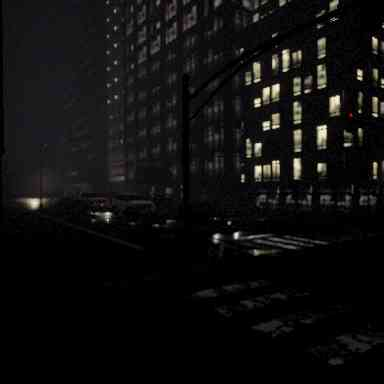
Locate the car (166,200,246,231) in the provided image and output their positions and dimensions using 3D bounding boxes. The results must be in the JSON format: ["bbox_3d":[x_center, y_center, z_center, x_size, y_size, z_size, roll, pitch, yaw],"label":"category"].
[{"bbox_3d":[0.713,1.470,20.768,2.128,1.511,4.902,-1,1,-35],"label":"car"}]

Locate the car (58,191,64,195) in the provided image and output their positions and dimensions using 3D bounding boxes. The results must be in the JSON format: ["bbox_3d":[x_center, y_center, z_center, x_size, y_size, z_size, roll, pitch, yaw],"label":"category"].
[{"bbox_3d":[-26.398,0.868,70.446,1.967,1.590,4.097,0,1,-34],"label":"car"}]

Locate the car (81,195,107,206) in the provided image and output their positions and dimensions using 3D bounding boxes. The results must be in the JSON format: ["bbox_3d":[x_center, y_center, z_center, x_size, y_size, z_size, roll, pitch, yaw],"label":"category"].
[{"bbox_3d":[-14.172,1.228,47.985,2.033,1.411,5.357,-1,1,-34],"label":"car"}]

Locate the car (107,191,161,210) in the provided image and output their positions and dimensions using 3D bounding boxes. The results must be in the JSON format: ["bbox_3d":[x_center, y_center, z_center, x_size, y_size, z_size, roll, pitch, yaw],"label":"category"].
[{"bbox_3d":[-5.236,1.110,29.422,2.150,2.045,5.566,-1,1,-35],"label":"car"}]

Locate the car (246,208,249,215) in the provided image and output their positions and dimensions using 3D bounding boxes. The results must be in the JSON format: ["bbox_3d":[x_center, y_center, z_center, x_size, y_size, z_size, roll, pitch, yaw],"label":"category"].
[{"bbox_3d":[2.708,1.406,28.036,1.752,1.417,4.829,0,1,-35],"label":"car"}]

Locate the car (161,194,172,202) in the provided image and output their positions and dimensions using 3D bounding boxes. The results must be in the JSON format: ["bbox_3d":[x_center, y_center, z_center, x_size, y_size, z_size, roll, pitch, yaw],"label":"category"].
[{"bbox_3d":[-4.029,1.093,37.903,2.192,1.841,5.009,0,1,-34],"label":"car"}]

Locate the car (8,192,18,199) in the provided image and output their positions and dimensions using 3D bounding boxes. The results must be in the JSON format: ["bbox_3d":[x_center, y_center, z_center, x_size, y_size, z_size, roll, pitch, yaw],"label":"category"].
[{"bbox_3d":[-42.874,0.796,79.623,1.967,1.590,4.097,0,1,-34],"label":"car"}]

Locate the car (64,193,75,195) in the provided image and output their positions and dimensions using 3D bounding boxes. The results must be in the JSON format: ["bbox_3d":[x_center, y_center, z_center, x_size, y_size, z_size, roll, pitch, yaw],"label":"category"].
[{"bbox_3d":[-19.680,1.196,55.912,1.895,1.301,4.718,-1,1,-34],"label":"car"}]

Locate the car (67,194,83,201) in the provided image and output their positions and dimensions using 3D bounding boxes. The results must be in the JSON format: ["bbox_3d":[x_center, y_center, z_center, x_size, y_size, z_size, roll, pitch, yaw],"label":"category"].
[{"bbox_3d":[-23.203,1.023,65.798,1.887,1.381,4.507,0,1,-34],"label":"car"}]

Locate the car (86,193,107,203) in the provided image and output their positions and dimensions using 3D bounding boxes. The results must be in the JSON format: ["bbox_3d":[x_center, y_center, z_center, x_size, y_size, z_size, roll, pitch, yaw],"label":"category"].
[{"bbox_3d":[-16.300,1.055,56.535,1.882,1.535,5.008,-1,1,-34],"label":"car"}]

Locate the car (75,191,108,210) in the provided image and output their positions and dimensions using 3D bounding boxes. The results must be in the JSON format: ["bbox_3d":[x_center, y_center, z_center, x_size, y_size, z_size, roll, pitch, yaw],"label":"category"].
[{"bbox_3d":[-11.296,1.017,38.259,2.150,2.045,5.566,-1,1,-35],"label":"car"}]

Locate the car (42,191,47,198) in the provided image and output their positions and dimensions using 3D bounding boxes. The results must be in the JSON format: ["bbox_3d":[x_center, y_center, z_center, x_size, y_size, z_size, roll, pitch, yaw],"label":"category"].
[{"bbox_3d":[-35.985,0.825,84.393,2.008,1.369,4.403,0,1,-35],"label":"car"}]

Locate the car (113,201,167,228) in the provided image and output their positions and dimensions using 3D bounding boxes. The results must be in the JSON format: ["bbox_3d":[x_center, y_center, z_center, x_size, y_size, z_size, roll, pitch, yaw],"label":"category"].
[{"bbox_3d":[-3.296,1.525,22.093,2.008,1.369,4.403,0,1,-34],"label":"car"}]

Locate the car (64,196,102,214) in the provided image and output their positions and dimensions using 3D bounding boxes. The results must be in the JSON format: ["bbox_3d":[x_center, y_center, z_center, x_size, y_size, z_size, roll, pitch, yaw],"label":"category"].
[{"bbox_3d":[-10.911,1.425,33.124,1.947,1.339,4.313,0,1,-34],"label":"car"}]

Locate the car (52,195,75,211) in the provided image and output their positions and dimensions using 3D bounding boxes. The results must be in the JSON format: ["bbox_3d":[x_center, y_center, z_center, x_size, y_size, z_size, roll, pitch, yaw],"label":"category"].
[{"bbox_3d":[-14.108,1.361,37.773,2.008,1.369,4.403,0,1,-34],"label":"car"}]

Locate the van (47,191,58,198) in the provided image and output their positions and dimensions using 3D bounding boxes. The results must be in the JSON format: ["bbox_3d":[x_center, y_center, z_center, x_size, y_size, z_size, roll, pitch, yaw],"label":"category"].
[{"bbox_3d":[-32.788,0.667,79.742,1.690,1.788,3.998,0,1,-35],"label":"van"}]

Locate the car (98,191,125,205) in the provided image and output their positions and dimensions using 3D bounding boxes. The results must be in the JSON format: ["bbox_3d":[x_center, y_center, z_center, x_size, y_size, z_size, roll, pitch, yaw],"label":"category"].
[{"bbox_3d":[-12.380,0.868,50.770,2.150,2.045,5.566,-1,1,-34],"label":"car"}]
